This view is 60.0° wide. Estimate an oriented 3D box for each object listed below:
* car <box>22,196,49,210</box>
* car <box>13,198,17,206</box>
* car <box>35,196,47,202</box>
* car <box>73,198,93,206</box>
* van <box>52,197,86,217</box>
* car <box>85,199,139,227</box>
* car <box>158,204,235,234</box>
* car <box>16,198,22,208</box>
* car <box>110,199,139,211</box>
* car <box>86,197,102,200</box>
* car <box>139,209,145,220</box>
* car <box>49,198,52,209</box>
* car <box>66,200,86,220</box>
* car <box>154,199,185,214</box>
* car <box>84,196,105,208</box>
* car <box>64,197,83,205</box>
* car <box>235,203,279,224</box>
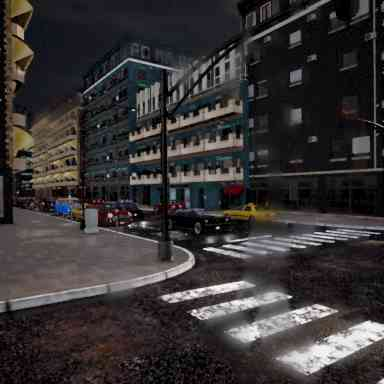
[{"bbox_3d":[-21.895,1.628,46.465,1.967,1.590,4.097,-1,1,-35],"label":"car"},{"bbox_3d":[-31.532,1.782,59.984,1.887,1.381,4.507,-1,1,-35],"label":"car"},{"bbox_3d":[-37.560,1.728,82.873,1.887,1.381,4.507,-1,1,-35],"label":"car"},{"bbox_3d":[-18.283,1.644,55.836,1.947,1.339,4.313,-1,1,-35],"label":"car"},{"bbox_3d":[-12.258,1.483,32.945,1.690,1.788,3.998,-1,1,-35],"label":"van"},{"bbox_3d":[-5.831,1.553,23.935,1.967,1.590,4.097,-1,1,-35],"label":"car"},{"bbox_3d":[0.136,1.658,20.031,1.895,1.301,4.718,-1,0,-35],"label":"car"},{"bbox_3d":[-25.106,1.770,50.972,1.947,1.339,4.313,-1,1,-35],"label":"car"},{"bbox_3d":[-8.644,1.581,42.317,2.008,1.369,4.403,-1,1,-35],"label":"car"},{"bbox_3d":[-11.693,1.588,36.633,1.882,1.535,5.008,-1,1,-35],"label":"car"},{"bbox_3d":[-5.664,1.646,28.168,1.994,1.385,4.181,-1,0,-35],"label":"car"},{"bbox_3d":[-20.461,1.673,49.090,2.128,1.511,4.902,-1,0,-35],"label":"car"},{"bbox_3d":[-8.943,1.652,28.302,1.752,1.417,4.829,-1,1,-35],"label":"car"},{"bbox_3d":[-2.220,1.441,33.304,1.967,1.590,4.097,-1,1,-35],"label":"car"},{"bbox_3d":[-15.072,1.502,51.329,1.967,1.590,4.097,-1,1,-35],"label":"car"},{"bbox_3d":[-21.496,1.645,60.342,2.008,1.369,4.403,-1,1,-35],"label":"car"},{"bbox_3d":[4.108,1.498,24.431,1.752,1.417,4.829,-1,1,-35],"label":"car"}]
